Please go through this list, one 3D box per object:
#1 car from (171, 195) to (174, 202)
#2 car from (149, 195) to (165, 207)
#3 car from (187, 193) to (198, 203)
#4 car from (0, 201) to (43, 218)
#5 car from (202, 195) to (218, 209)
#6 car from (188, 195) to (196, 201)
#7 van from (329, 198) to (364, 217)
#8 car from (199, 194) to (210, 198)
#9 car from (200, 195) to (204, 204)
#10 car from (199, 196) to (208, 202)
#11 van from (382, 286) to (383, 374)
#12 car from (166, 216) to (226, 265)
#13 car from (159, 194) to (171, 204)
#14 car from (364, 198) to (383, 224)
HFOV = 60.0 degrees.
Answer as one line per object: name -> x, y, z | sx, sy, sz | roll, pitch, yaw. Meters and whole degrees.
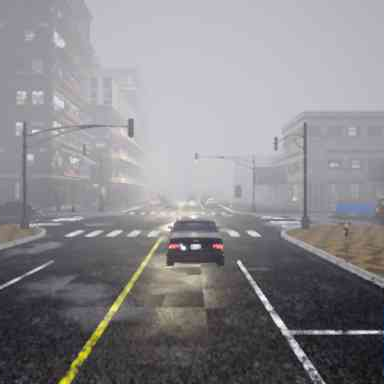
car -> -5.679, 1.608, 74.100 | 2.008, 1.369, 4.403 | 0, 0, 0
car -> -5.682, 1.552, 51.773 | 1.752, 1.417, 4.829 | 0, 0, 0
car -> 0.009, 1.280, 72.824 | 2.150, 2.045, 5.566 | 0, 0, 0
car -> -15.167, 1.502, 28.240 | 4.674, 1.442, 1.812 | 0, 0, 1
car -> 2.699, 1.547, 46.574 | 1.752, 1.417, 4.829 | 0, 0, 0
car -> 0.010, 1.514, 83.213 | 1.994, 1.385, 4.181 | 0, 0, 0
van -> 14.904, 1.415, 30.887 | 3.998, 1.788, 1.690 | 0, 0, 0
car -> 2.701, 1.355, 63.022 | 2.192, 1.841, 5.009 | 0, 0, 0
car -> 2.700, 1.615, 57.483 | 1.802, 1.307, 4.206 | 0, 0, 0
car -> 2.702, 1.617, 79.639 | 2.008, 1.369, 4.403 | 0, 0, 0
van -> 2.662, 1.341, 1.617 | 1.690, 1.788, 3.998 | 0, 0, 0
car -> 0.093, 1.548, 11.654 | 2.033, 1.411, 5.357 | 0, 0, 0
car -> -5.679, 1.355, 63.022 | 2.192, 1.841, 5.009 | 0, 0, 0
car -> 14.926, 1.350, 22.508 | 5.009, 1.841, 2.192 | 0, 0, 0
